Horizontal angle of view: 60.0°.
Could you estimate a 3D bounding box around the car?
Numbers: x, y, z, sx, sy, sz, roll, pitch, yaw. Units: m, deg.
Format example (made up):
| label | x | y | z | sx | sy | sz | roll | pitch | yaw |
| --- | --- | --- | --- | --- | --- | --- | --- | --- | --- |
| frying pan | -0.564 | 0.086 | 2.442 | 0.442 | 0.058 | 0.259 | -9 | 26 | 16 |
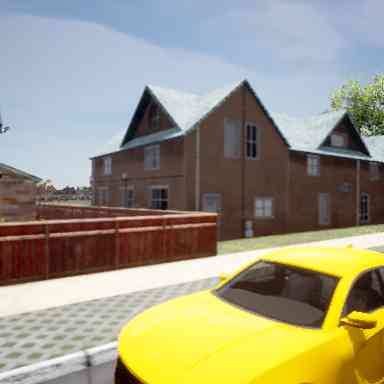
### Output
| label | x | y | z | sx | sy | sz | roll | pitch | yaw |
| --- | --- | --- | --- | --- | --- | --- | --- | --- | --- |
| car | 1.528 | 1.485 | 4.150 | 5.008 | 1.535 | 1.882 | 0 | 0 | -35 |
